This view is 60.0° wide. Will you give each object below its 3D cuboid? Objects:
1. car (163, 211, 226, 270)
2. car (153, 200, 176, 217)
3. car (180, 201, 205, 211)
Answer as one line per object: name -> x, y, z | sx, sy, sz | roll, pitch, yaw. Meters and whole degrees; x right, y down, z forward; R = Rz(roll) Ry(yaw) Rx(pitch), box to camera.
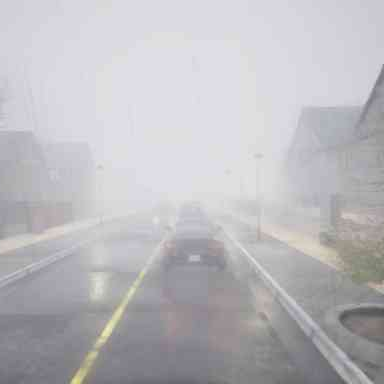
car -> 0.078, 1.596, 11.110 | 1.812, 1.442, 4.674 | 0, 0, 0
car -> -2.865, 1.614, 35.044 | 2.097, 1.767, 4.553 | 0, -1, 0
car -> 0.072, 1.554, 28.766 | 2.097, 1.767, 4.553 | 0, -1, 0
